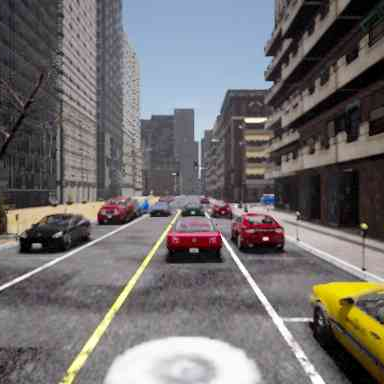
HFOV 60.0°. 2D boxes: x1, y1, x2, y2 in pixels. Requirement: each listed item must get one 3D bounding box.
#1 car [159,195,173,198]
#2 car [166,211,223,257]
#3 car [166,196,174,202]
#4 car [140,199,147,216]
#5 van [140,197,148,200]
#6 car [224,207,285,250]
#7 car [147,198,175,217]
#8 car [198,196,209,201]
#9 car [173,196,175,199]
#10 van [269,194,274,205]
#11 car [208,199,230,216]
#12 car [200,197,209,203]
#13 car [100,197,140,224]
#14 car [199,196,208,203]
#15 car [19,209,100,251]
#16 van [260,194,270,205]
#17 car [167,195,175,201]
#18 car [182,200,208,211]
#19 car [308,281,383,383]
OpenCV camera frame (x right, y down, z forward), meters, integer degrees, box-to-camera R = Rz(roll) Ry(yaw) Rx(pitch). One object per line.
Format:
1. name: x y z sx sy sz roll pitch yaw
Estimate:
1. car: -5.659 1.527 68.867 2.192 1.841 5.009 0 0 0
2. car: 0.088 1.634 13.139 1.895 1.301 4.718 0 0 0
3. car: -5.648 1.841 85.449 1.947 1.339 4.313 0 0 0
4. car: -5.678 1.649 30.953 1.947 1.339 4.313 0 0 0
5. van: -5.676 1.441 36.477 1.690 1.788 3.998 0 0 0
6. car: 2.693 1.582 14.380 1.887 1.381 4.507 0 0 0
7. car: -3.048 1.637 33.205 2.033 1.411 5.357 0 0 0
8. car: 2.723 1.756 68.861 1.887 1.381 4.507 0 0 0
9. car: -5.651 1.798 79.921 1.887 1.381 4.507 0 0 0
10. van: 13.756 1.288 48.031 3.998 1.788 1.690 -1 1 0
11. car: 2.702 1.627 30.948 1.887 1.381 4.507 0 0 0
12. car: 2.726 1.776 74.388 1.887 1.381 4.507 0 0 0
13. car: -5.682 1.382 25.431 2.192 1.841 5.009 0 0 0
14. car: 2.728 1.693 79.916 1.967 1.590 4.097 0 0 0
15. car: -5.687 1.603 14.385 1.947 1.339 4.313 0 0 0
16. van: 13.739 1.275 56.412 3.998 1.788 1.690 -1 1 0
17. car: -5.646 1.738 90.977 1.967 1.590 4.097 0 0 0
18. car: 0.097 1.640 28.773 1.994 1.385 4.181 0 0 0
19. car: 2.687 1.534 3.504 1.752 1.417 4.829 0 0 0
